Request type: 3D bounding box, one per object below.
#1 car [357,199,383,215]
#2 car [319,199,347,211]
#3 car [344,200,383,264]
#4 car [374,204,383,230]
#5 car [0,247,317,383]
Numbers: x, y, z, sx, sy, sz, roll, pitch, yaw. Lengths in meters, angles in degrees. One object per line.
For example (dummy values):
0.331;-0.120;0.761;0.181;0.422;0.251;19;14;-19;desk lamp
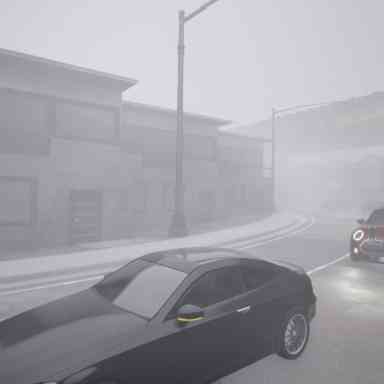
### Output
19.908;1.572;35.680;2.128;1.511;4.902;1;-1;4;car
19.376;1.773;45.773;1.837;1.490;4.892;1;-1;-8;car
6.816;1.309;11.131;2.097;1.767;4.553;0;1;37;car
12.789;1.508;20.871;1.895;1.301;4.718;1;0;23;car
-0.166;1.524;4.321;4.674;1.442;1.812;0;0;-40;car
